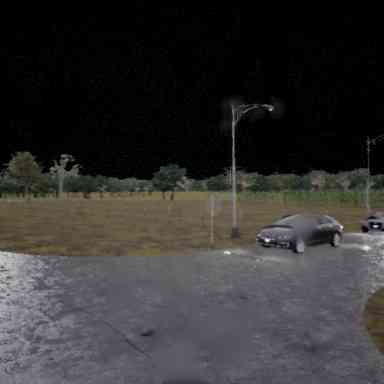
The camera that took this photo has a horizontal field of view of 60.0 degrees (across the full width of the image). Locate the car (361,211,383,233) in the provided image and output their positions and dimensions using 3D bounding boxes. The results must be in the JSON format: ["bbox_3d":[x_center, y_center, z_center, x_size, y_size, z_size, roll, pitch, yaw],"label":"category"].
[{"bbox_3d":[12.550,1.913,21.297,4.181,1.385,1.994,1,0,-40],"label":"car"}]

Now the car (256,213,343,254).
[{"bbox_3d":[4.877,1.717,14.776,4.892,1.490,1.837,1,0,-39],"label":"car"}]
